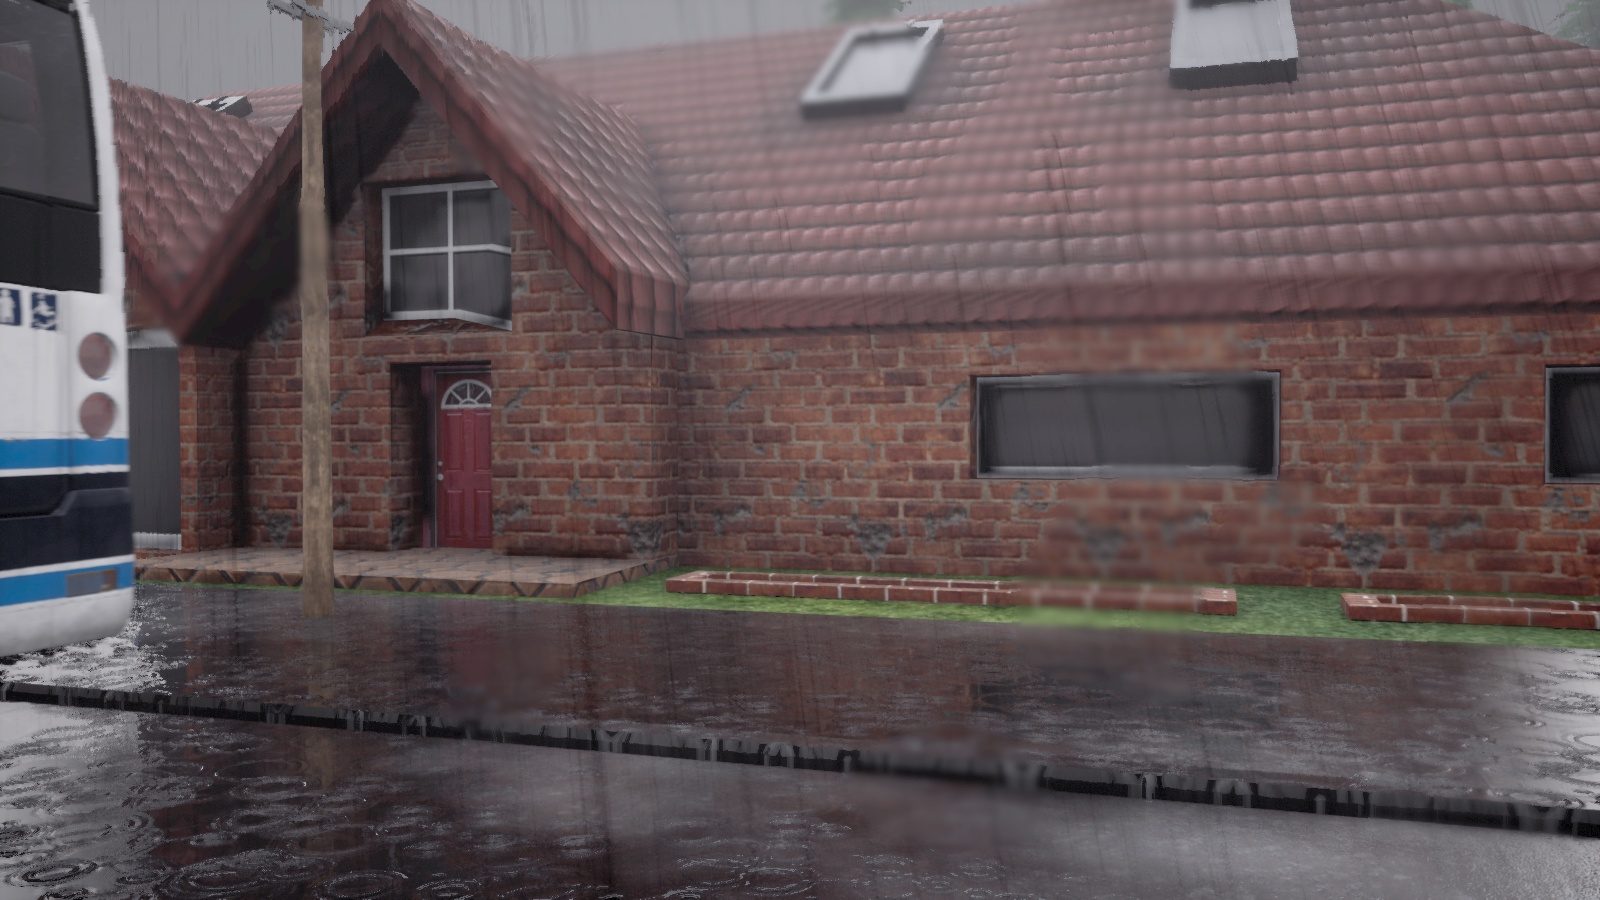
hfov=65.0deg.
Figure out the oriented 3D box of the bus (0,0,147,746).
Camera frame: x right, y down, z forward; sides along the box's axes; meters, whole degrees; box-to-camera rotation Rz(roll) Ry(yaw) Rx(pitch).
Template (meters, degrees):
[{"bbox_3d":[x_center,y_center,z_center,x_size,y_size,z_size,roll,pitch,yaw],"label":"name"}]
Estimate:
[{"bbox_3d":[-9.149,-0.693,6.768,10.273,4.253,3.944,1,1,19],"label":"bus"}]
